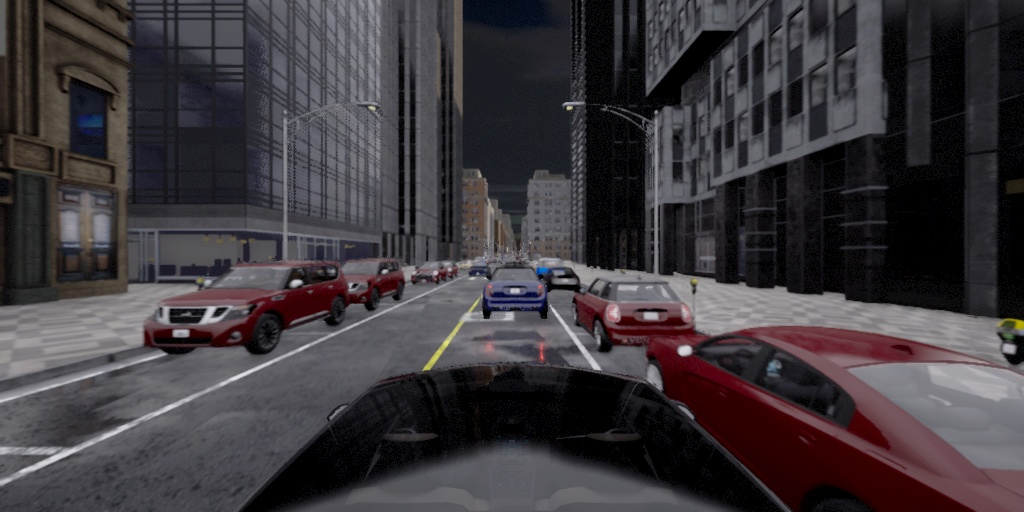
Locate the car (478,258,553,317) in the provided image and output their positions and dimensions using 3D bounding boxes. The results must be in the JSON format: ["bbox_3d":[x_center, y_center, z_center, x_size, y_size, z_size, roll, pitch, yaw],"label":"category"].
[{"bbox_3d":[0.099,1.075,13.068,2.097,1.767,4.553,0,0,0],"label":"car"}]

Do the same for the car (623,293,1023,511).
[{"bbox_3d":[2.669,1.291,3.202,1.888,1.381,4.507,0,0,0],"label":"car"}]

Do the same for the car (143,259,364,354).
[{"bbox_3d":[-5.854,1.046,8.859,2.192,1.841,5.009,0,0,0],"label":"car"}]

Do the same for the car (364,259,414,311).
[{"bbox_3d":[-5.851,1.033,14.498,2.192,1.841,5.009,0,0,0],"label":"car"}]

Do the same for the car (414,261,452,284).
[{"bbox_3d":[-5.846,1.137,25.777,1.967,1.591,4.097,0,0,0],"label":"car"}]

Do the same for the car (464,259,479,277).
[{"bbox_3d":[-3.082,1.235,35.127,2.033,1.411,5.357,0,0,0],"label":"car"}]

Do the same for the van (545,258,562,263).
[{"bbox_3d":[2.680,1.038,25.757,1.690,1.789,3.998,0,0,0],"label":"van"}]

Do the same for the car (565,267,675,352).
[{"bbox_3d":[2.672,1.172,8.841,1.967,1.591,4.097,0,0,0],"label":"car"}]

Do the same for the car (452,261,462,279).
[{"bbox_3d":[-5.843,1.130,31.415,1.967,1.591,4.097,0,0,0],"label":"car"}]

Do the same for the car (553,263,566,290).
[{"bbox_3d":[2.677,1.272,20.119,1.948,1.339,4.313,0,0,0],"label":"car"}]

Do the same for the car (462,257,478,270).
[{"bbox_3d":[-5.839,1.210,48.127,1.751,1.417,4.829,0,0,1],"label":"car"}]

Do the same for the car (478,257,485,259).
[{"bbox_3d":[-5.830,1.207,59.443,1.751,1.417,4.829,0,0,0],"label":"car"}]
